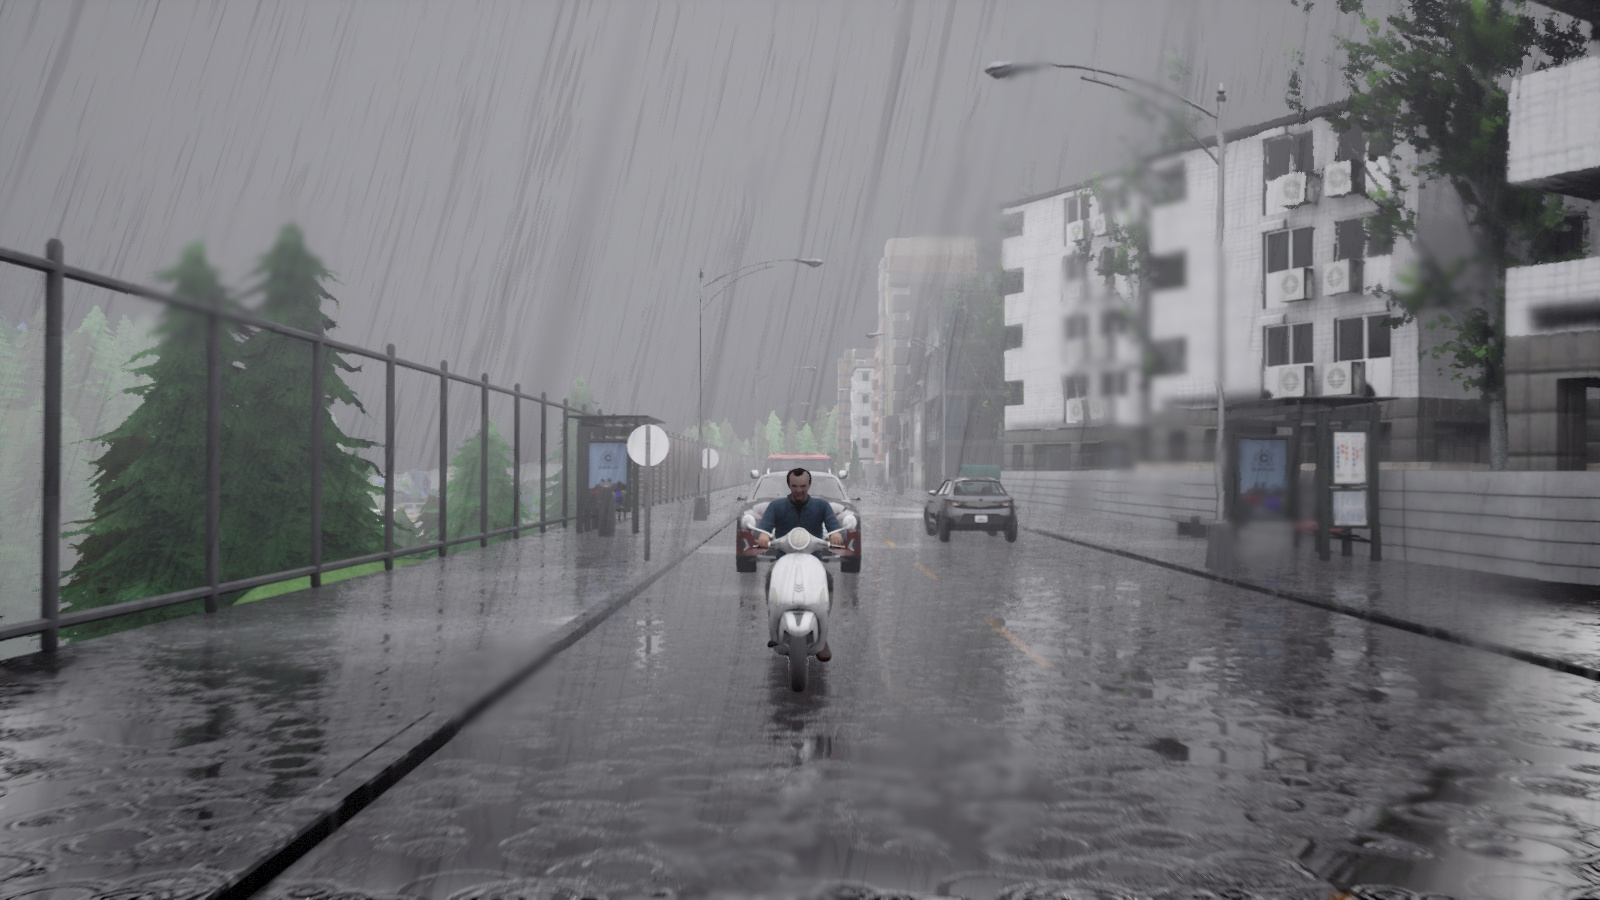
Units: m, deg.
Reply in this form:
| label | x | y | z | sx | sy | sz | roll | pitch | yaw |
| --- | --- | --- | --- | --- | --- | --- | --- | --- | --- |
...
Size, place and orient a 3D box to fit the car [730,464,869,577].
| label | x | y | z | sx | sy | sz | roll | pitch | yaw |
| --- | --- | --- | --- | --- | --- | --- | --- | --- | --- |
| car | -0.012 | 1.097 | 20.850 | 2.033 | 1.649 | 4.856 | 0 | -1 | 0 |

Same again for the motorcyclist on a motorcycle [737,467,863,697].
| label | x | y | z | sx | sy | sz | roll | pitch | yaw |
| --- | --- | --- | --- | --- | --- | --- | --- | --- | --- |
| motorcyclist on a motorcycle | -0.002 | 0.930 | 9.620 | 0.866 | 1.590 | 1.817 | 0 | -1 | 0 |

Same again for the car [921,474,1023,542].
| label | x | y | z | sx | sy | sz | roll | pitch | yaw |
| --- | --- | --- | --- | --- | --- | --- | --- | --- | --- |
| car | 3.983 | 1.311 | 29.645 | 1.816 | 1.474 | 4.193 | 0 | -1 | 0 |

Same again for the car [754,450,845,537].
| label | x | y | z | sx | sy | sz | roll | pitch | yaw |
| --- | --- | --- | --- | --- | --- | --- | --- | --- | --- |
| car | -0.027 | 1.078 | 32.353 | 2.150 | 2.045 | 5.566 | 0 | -1 | 0 |
